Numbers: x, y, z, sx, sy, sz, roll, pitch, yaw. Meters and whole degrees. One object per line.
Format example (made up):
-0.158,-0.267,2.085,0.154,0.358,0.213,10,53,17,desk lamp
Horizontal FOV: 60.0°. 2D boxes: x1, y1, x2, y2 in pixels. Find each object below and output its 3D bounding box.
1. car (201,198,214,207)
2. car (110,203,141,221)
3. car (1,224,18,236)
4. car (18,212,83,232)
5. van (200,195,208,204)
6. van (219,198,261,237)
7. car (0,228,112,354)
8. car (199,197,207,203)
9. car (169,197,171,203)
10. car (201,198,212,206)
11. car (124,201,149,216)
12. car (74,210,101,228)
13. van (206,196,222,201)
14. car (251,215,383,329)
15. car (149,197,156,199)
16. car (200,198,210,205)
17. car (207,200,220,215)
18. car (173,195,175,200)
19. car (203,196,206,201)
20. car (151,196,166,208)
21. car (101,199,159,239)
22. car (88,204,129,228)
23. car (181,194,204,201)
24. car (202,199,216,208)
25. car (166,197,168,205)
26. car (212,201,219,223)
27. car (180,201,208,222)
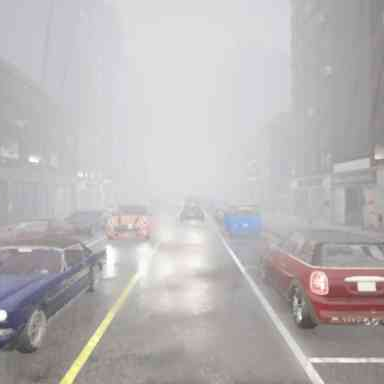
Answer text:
2.689,1.834,58.038,1.947,1.339,4.313,0,0,0,car
-5.847,1.707,29.687,1.947,1.339,4.313,0,0,0,car
-5.855,1.600,7.015,1.947,1.339,4.313,0,0,0,car
-5.853,1.644,12.683,1.802,1.307,4.206,0,0,0,car
2.696,1.676,75.048,1.690,1.788,3.998,0,0,0,van
2.674,1.431,18.355,1.690,1.788,3.998,0,0,0,van
-3.088,1.632,6.281,1.895,1.301,4.718,0,0,0,car
2.698,1.880,80.887,1.752,1.417,4.829,0,0,0,car
-5.832,1.839,69.196,1.752,1.417,4.829,0,0,0,car
2.691,1.843,63.707,2.008,1.369,4.403,0,0,0,car
-5.845,1.711,35.355,1.887,1.381,4.507,0,0,0,car
-5.851,1.655,18.351,1.947,1.339,4.313,0,0,0,car
2.681,1.509,35.363,1.690,1.788,3.998,0,0,0,van
2.670,1.476,7.016,1.967,1.590,4.097,0,0,0,car
-5.843,1.717,40.854,1.752,1.417,4.829,0,0,0,car
2.694,1.897,69.377,1.802,1.307,4.206,0,0,0,car
2.679,1.693,29.692,2.008,1.369,4.403,0,0,0,car
-5.828,1.904,80.702,2.008,1.369,4.403,0,0,0,car
2.683,1.633,41.032,1.967,1.590,4.097,0,0,0,car
-5.839,1.557,52.362,2.192,1.841,5.009,0,0,0,car
-3.085,1.438,17.660,2.097,1.767,4.553,0,0,-2,car
-5.849,1.640,23.849,1.752,1.417,4.829,0,0,0,car
0.084,1.429,43.865,2.150,2.045,5.566,0,0,0,car
2.687,1.809,52.370,1.947,1.339,4.313,0,0,0,car
-5.837,1.817,58.028,2.008,1.369,4.403,0,0,0,car
2.677,1.642,24.193,1.752,1.417,4.829,0,0,0,car
0.025,1.696,27.594,1.994,1.385,4.181,0,0,0,car
